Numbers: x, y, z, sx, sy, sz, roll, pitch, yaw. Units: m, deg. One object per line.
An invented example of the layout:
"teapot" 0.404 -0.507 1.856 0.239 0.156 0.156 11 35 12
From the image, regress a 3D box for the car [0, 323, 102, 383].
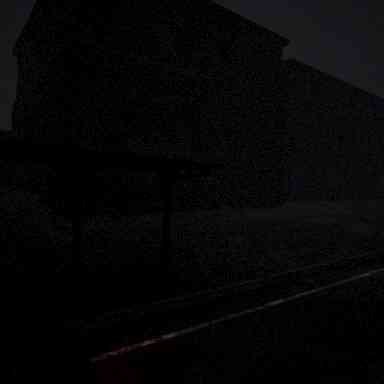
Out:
"car" -2.712 1.538 1.485 4.674 1.442 1.812 0 0 -37
